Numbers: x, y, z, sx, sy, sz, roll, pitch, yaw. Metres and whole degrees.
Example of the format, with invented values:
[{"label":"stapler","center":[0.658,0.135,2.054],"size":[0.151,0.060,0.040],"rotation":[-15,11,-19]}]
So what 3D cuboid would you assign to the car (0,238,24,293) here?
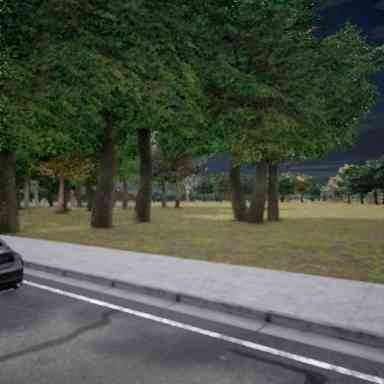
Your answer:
[{"label":"car","center":[-5.890,1.616,7.889],"size":[4.892,1.490,1.837],"rotation":[0,0,35]}]
